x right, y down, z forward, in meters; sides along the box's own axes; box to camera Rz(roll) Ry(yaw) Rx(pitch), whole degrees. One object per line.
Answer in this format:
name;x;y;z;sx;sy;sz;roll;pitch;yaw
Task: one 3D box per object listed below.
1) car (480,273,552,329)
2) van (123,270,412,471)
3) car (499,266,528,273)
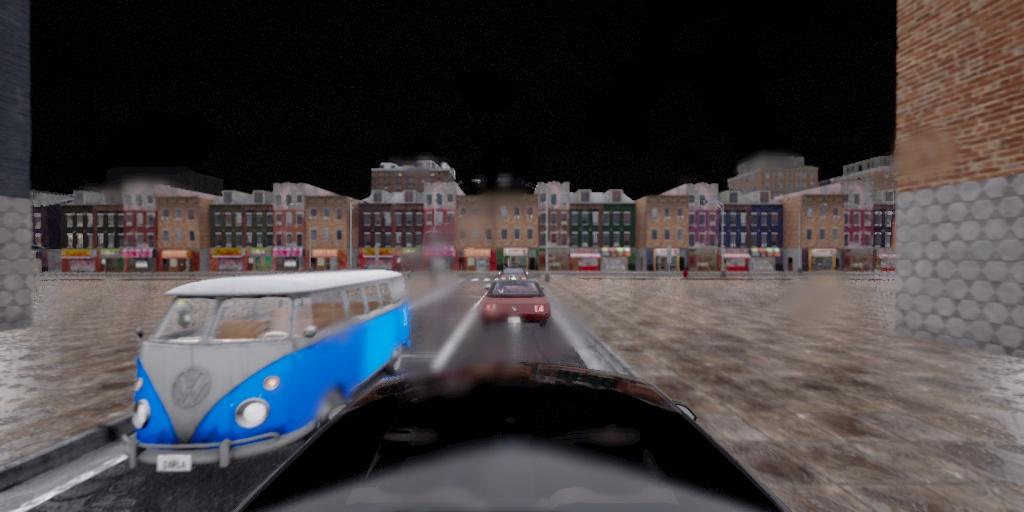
car;0.098;1.388;11.438;1.895;1.301;4.718;0;0;0
van;-2.639;1.103;4.903;1.690;1.789;3.998;0;0;0
car;0.096;1.383;23.579;2.033;1.411;5.357;0;0;0
